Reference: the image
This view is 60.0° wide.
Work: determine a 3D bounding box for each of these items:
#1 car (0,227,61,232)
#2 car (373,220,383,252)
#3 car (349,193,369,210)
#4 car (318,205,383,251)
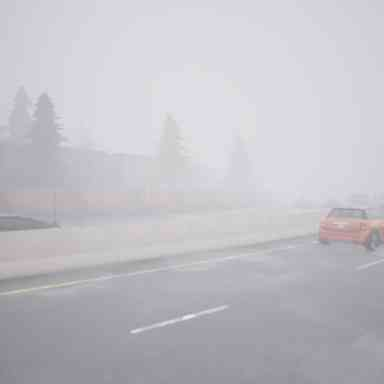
[{"bbox_3d":[-7.104,1.525,11.911,4.674,1.442,1.812,0,0,-36],"label":"car"},{"bbox_3d":[7.520,1.548,9.693,5.357,1.411,2.033,0,0,-40],"label":"car"},{"bbox_3d":[22.094,1.227,43.905,2.150,2.045,5.566,0,0,29],"label":"car"},{"bbox_3d":[7.385,1.353,14.314,4.553,1.767,2.097,0,0,-41],"label":"car"}]
